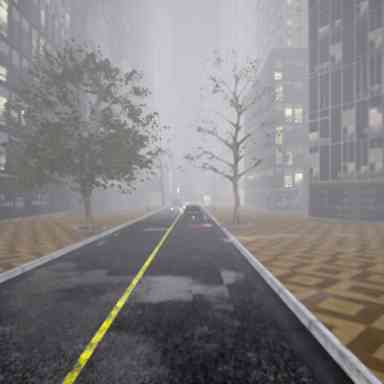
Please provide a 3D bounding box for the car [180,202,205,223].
[{"bbox_3d":[0.121,1.880,29.842,1.837,1.490,4.892,0,-1,0],"label":"car"}]

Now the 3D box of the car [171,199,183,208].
[{"bbox_3d":[-2.961,2.208,65.946,2.097,1.767,4.553,0,-1,0],"label":"car"}]

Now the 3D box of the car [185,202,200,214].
[{"bbox_3d":[0.089,2.081,43.531,1.812,1.442,4.674,0,-1,1],"label":"car"}]
